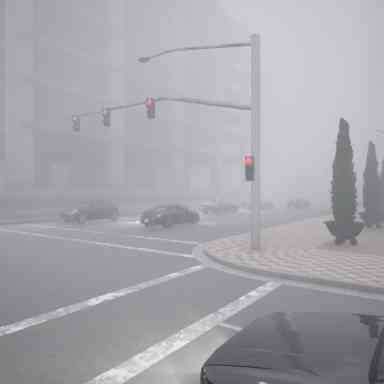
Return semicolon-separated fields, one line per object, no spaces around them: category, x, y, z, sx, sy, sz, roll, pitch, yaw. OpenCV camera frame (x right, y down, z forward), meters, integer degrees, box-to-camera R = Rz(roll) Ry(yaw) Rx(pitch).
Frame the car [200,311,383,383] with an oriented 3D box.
car;2.600;1.547;2.108;5.357;1.411;2.033;0;0;36

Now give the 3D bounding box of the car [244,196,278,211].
car;8.811;1.531;42.164;1.812;1.442;4.674;0;0;36

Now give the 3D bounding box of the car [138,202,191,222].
car;-2.158;1.570;26.990;1.994;1.385;4.181;0;0;36

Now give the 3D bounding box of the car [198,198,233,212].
car;2.928;1.484;40.009;1.882;1.535;5.008;0;0;36

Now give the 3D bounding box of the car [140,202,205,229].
car;-1.373;1.530;21.778;1.812;1.442;4.674;0;0;36

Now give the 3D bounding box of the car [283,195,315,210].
car;13.789;1.508;42.755;1.837;1.490;4.892;0;0;36

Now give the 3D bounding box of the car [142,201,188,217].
car;-2.511;1.608;32.481;1.895;1.301;4.718;0;0;36

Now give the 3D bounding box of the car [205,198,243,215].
car;2.971;1.606;34.092;1.895;1.301;4.718;0;0;36

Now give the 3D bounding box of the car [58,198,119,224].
car;-7.767;1.359;25.203;2.097;1.767;4.553;0;0;36
